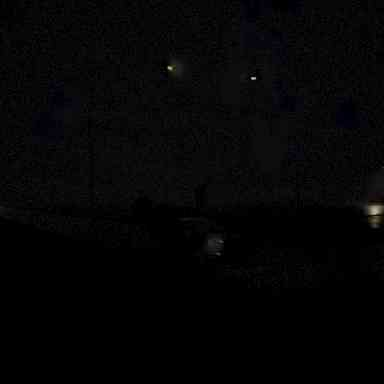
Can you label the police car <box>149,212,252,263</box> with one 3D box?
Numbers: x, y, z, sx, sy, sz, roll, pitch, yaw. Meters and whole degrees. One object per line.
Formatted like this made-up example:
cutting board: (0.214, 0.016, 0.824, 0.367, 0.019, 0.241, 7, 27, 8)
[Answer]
police car: (0.153, 1.670, 13.306, 1.930, 1.638, 5.238, -2, 0, -37)
